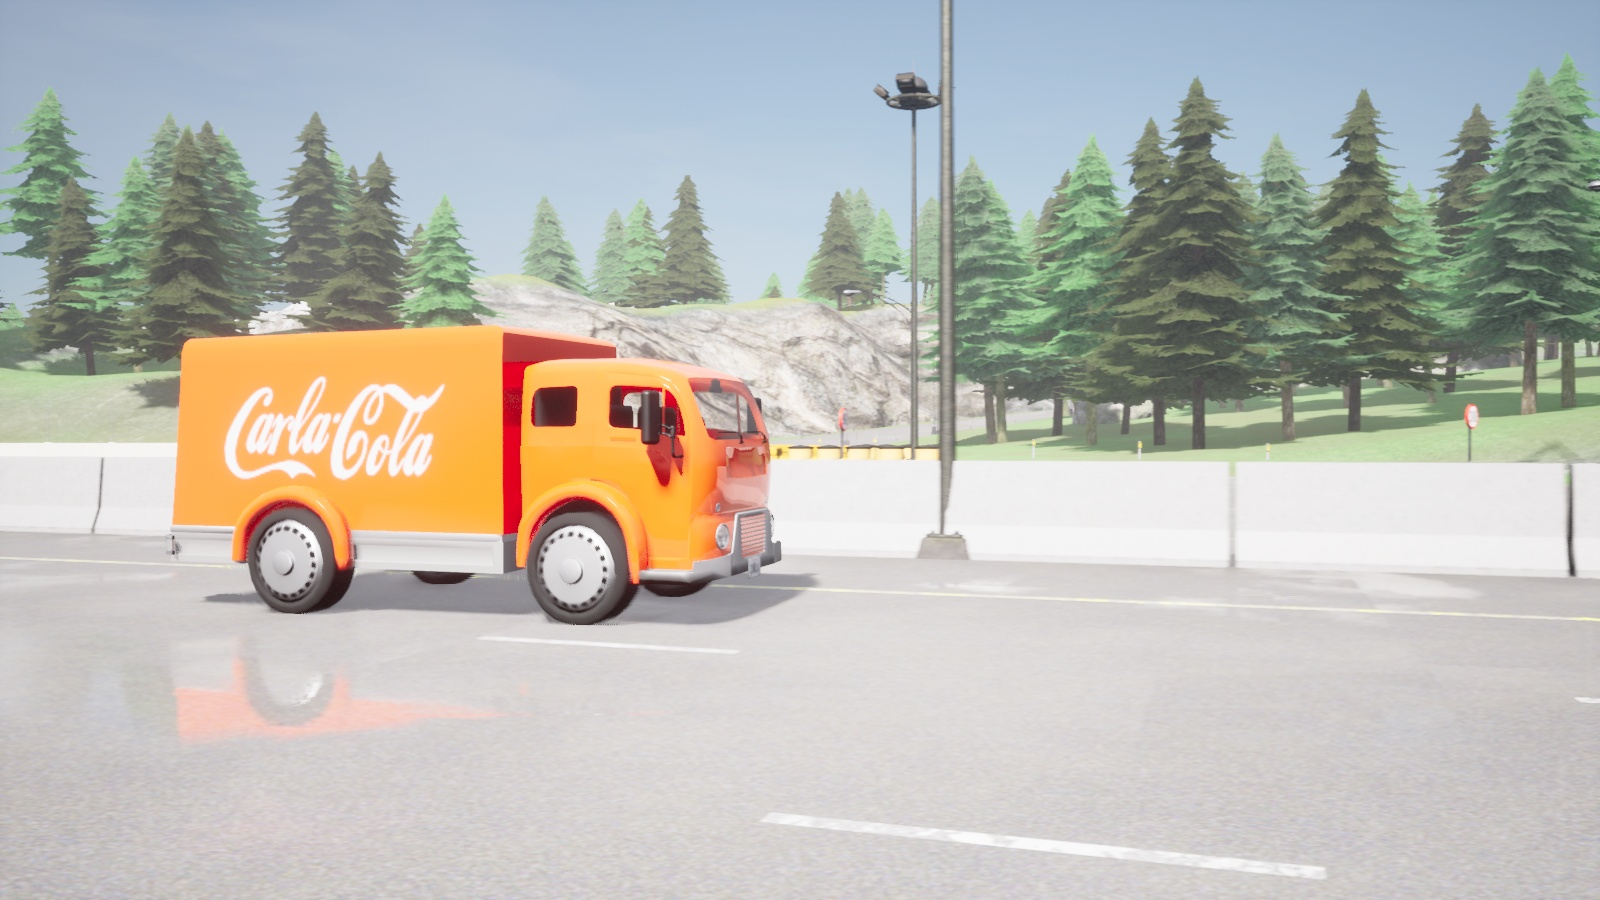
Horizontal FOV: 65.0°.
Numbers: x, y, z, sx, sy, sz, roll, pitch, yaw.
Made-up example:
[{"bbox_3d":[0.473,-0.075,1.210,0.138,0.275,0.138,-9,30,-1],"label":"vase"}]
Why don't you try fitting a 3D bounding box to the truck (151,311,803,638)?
[{"bbox_3d":[-2.856,0.144,11.532,5.204,2.467,2.627,1,1,19],"label":"truck"}]
